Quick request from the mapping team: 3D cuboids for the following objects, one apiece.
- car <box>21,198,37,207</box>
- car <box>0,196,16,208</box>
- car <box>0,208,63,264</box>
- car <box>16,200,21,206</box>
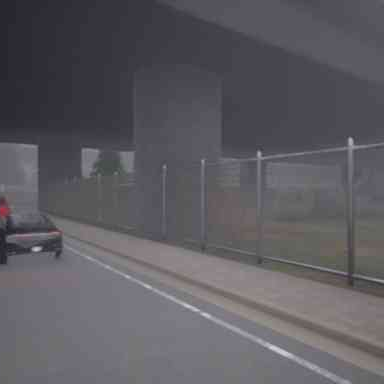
[{"bbox_3d":[-25.605,1.658,56.429,2.128,1.511,4.902,0,0,42],"label":"car"},{"bbox_3d":[-14.107,1.296,23.429,2.150,2.045,5.566,0,0,-34],"label":"car"},{"bbox_3d":[-6.102,1.529,12.102,2.128,1.511,4.902,0,0,-35],"label":"car"},{"bbox_3d":[-28.983,1.738,58.178,1.994,1.385,4.181,0,0,39],"label":"car"}]
